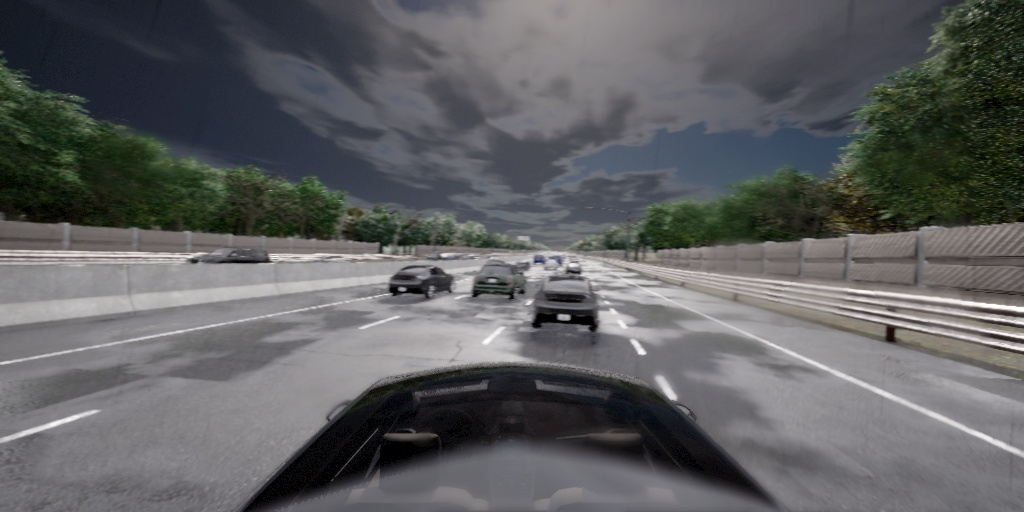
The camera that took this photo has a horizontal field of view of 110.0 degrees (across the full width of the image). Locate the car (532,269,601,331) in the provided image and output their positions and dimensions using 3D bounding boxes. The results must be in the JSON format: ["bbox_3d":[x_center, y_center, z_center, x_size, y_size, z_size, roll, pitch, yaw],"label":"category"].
[{"bbox_3d":[1.791,1.376,11.703,1.837,1.490,4.892,2,0,10],"label":"car"}]

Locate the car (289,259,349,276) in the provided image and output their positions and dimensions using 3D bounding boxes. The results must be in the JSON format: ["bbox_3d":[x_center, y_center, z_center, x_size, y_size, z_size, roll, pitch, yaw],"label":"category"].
[{"bbox_3d":[-16.203,0.909,30.465,1.895,1.301,4.718,2,0,11],"label":"car"}]

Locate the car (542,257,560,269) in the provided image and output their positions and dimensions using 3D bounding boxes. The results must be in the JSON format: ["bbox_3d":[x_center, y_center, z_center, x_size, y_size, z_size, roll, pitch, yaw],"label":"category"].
[{"bbox_3d":[6.174,1.325,56.410,1.812,1.442,4.674,2,1,10],"label":"car"}]

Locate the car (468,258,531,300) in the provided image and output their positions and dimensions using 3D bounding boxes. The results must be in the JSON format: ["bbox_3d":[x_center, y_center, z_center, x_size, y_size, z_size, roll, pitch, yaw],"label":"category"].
[{"bbox_3d":[-0.518,1.179,18.553,2.097,1.767,4.553,2,0,10],"label":"car"}]

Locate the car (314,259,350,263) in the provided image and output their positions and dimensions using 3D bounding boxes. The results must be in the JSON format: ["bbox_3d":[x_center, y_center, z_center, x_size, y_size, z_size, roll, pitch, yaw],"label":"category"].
[{"bbox_3d":[-13.334,1.006,26.781,1.895,1.301,4.718,2,0,11],"label":"car"}]

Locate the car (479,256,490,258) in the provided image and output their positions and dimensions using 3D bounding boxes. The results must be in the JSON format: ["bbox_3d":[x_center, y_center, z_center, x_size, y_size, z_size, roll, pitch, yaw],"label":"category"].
[{"bbox_3d":[-1.425,1.160,33.323,2.097,1.767,4.553,2,0,10],"label":"car"}]

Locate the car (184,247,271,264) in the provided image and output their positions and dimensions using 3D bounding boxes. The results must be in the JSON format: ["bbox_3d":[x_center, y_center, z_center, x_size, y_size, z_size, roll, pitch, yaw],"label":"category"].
[{"bbox_3d":[-20.522,0.378,26.305,2.150,2.045,5.566,2,-1,11],"label":"car"}]

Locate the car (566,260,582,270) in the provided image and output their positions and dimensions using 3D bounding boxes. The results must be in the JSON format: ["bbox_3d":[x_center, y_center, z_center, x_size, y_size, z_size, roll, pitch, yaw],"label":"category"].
[{"bbox_3d":[7.969,1.567,46.340,1.994,1.385,4.181,2,1,10],"label":"car"}]

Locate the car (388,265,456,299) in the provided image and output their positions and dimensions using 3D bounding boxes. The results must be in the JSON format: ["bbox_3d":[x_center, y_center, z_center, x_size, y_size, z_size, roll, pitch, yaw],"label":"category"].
[{"bbox_3d":[-4.243,1.195,17.637,1.837,1.490,4.892,2,0,10],"label":"car"}]

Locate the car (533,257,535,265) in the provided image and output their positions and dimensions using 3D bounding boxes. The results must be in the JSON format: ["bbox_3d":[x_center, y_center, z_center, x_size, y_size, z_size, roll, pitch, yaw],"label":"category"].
[{"bbox_3d":[1.496,1.237,49.920,2.128,1.511,4.902,2,1,10],"label":"car"}]
